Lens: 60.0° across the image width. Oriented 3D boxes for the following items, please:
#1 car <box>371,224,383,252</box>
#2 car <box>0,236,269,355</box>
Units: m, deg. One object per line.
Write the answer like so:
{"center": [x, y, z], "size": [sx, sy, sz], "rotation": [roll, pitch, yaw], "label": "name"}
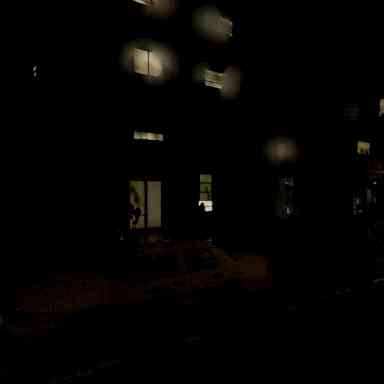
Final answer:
{"center": [8.451, 1.550, 12.556], "size": [4.403, 1.369, 2.008], "rotation": [0, 0, -35], "label": "car"}
{"center": [-0.697, 1.525, 6.060], "size": [4.829, 1.417, 1.752], "rotation": [0, 0, -35], "label": "car"}
